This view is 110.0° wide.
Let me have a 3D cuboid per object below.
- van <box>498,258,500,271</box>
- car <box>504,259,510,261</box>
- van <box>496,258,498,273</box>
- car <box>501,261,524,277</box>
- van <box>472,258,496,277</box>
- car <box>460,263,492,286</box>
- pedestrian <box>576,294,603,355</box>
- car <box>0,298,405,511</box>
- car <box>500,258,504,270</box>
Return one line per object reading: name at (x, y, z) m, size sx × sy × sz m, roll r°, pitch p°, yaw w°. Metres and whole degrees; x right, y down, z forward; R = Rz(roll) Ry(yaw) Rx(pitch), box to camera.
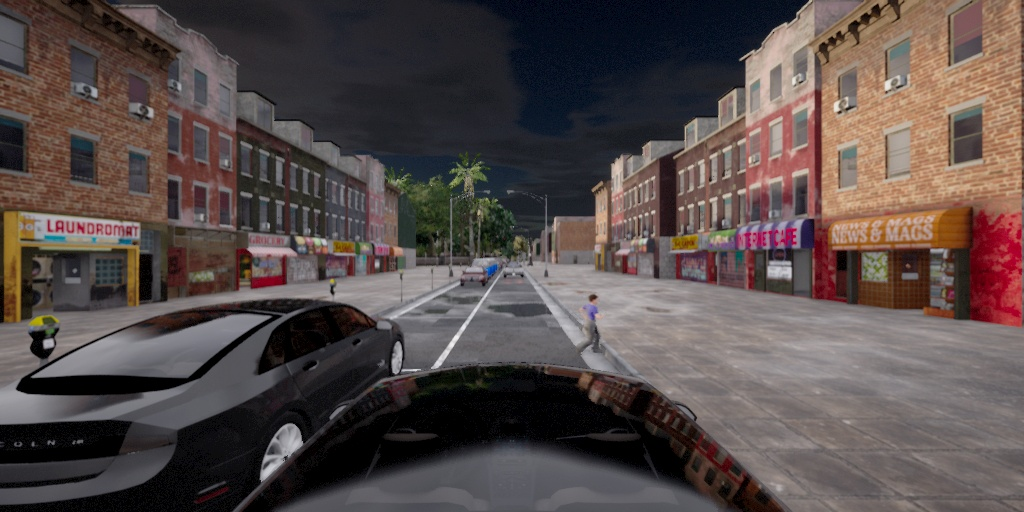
van at (-2.554, 1.168, 41.642) m, size 1.690 × 1.789 × 3.998 m, roll 0°, pitch 0°, yaw 0°
car at (0.158, 1.408, 48.329) m, size 1.994 × 1.385 × 4.181 m, roll 0°, pitch 0°, yaw -1°
van at (-2.565, 1.154, 36.178) m, size 1.690 × 1.789 × 3.998 m, roll 0°, pitch 0°, yaw 0°
car at (0.163, 1.412, 35.456) m, size 1.895 × 1.301 × 4.718 m, roll 0°, pitch 0°, yaw 0°
van at (-2.577, 1.140, 30.714) m, size 1.690 × 1.789 × 3.998 m, roll 0°, pitch 0°, yaw 0°
car at (-2.588, 1.367, 25.249) m, size 1.802 × 1.307 × 4.207 m, roll 0°, pitch 0°, yaw 0°
pedestrian at (1.552, 1.328, 7.218) m, size 0.375 × 1.300 × 0.375 m, roll 0°, pitch 0°, yaw 0°
car at (-2.744, 1.257, 4.283) m, size 1.837 × 1.490 × 4.892 m, roll 0°, pitch 0°, yaw 0°
car at (-2.531, 1.406, 52.570) m, size 2.007 × 1.370 × 4.403 m, roll 0°, pitch 0°, yaw 0°
